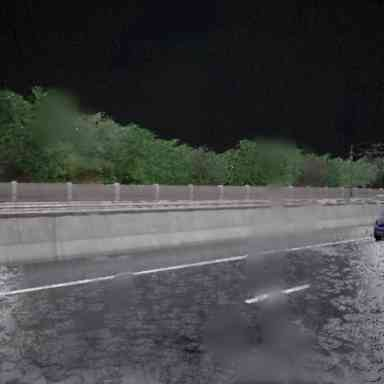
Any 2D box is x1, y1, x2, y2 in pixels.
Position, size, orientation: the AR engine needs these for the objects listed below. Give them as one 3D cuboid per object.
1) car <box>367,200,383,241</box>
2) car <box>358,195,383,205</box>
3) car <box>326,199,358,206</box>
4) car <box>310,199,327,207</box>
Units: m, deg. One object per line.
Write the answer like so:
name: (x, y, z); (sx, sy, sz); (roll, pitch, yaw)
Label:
car: (10.500, 1.392, 15.534); (4.553, 1.767, 2.097); (0, 0, -35)
car: (20.818, 1.302, 36.022); (5.566, 2.045, 2.150); (0, 0, -35)
car: (18.347, 1.627, 38.559); (5.357, 1.411, 2.033); (0, 0, -35)
car: (16.715, 1.606, 41.688); (4.674, 1.442, 1.812); (0, 0, -35)
